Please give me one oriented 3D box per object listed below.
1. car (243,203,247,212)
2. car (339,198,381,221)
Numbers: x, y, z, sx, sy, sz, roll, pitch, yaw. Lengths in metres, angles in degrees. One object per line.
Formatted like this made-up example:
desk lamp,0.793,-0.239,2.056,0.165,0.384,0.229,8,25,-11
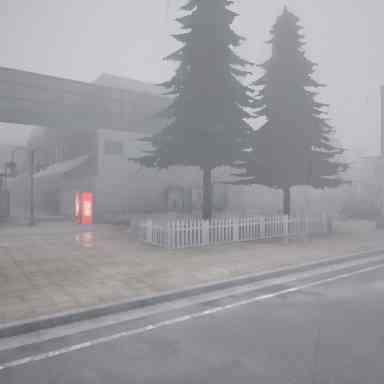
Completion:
car,4.195,1.462,38.480,1.882,1.535,5.008,0,0,-34
car,13.482,1.337,24.752,2.097,1.767,4.553,0,0,-35
